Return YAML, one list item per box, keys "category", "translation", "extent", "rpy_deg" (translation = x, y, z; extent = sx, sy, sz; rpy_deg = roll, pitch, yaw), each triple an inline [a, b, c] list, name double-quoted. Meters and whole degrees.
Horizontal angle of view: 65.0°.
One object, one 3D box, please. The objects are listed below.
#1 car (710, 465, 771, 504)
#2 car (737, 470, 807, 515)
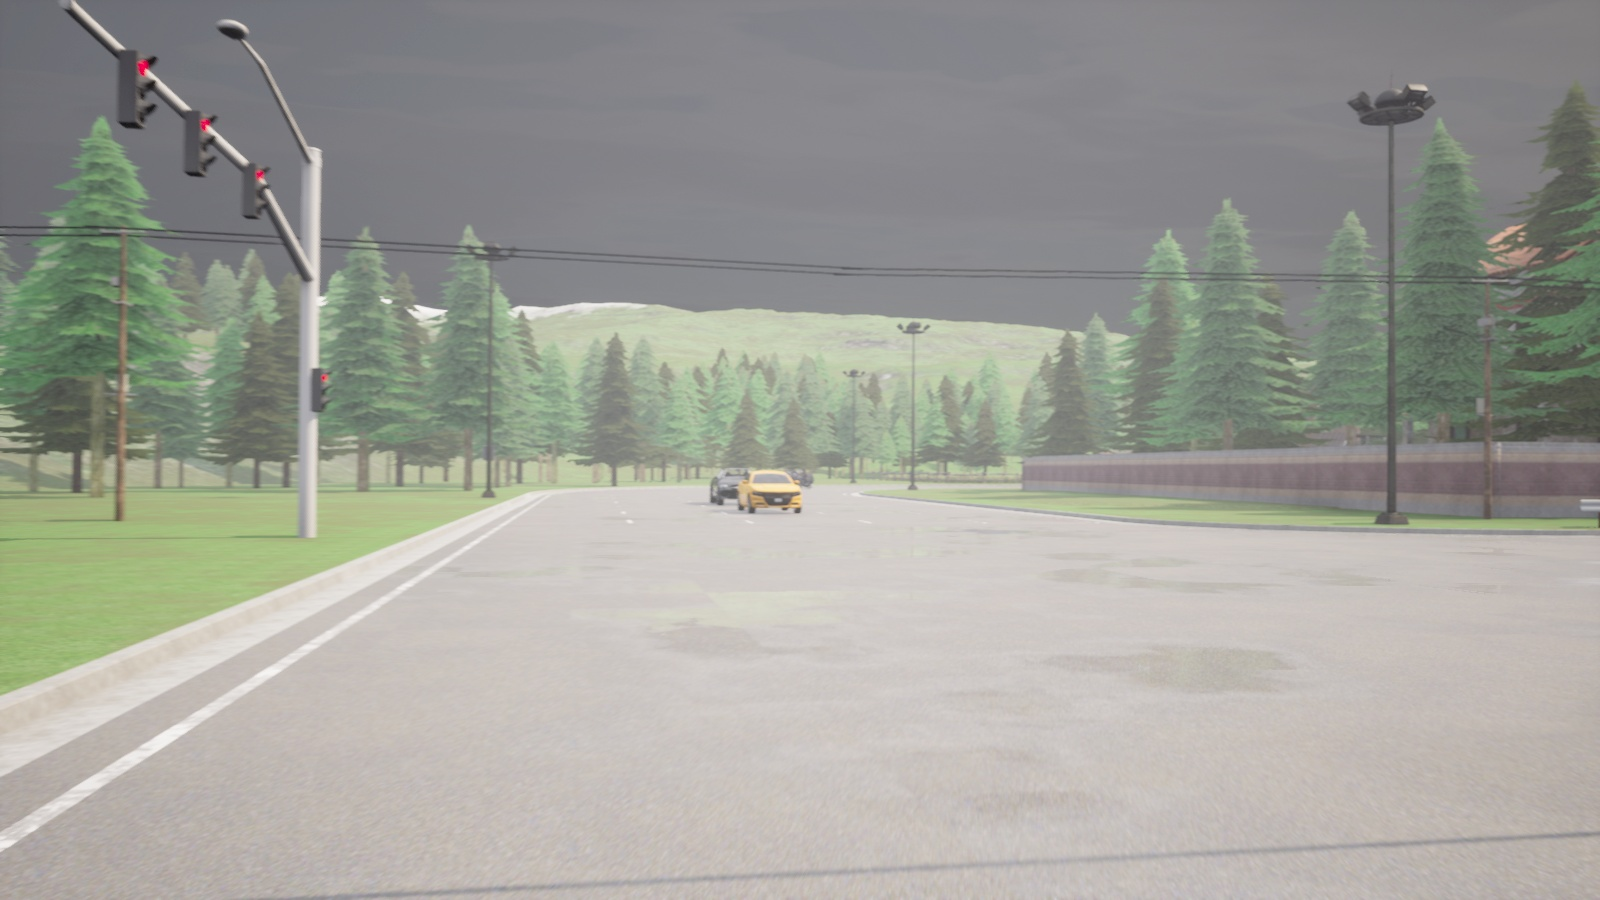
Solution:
- category: "car"
  translation: [-2.710, 1.479, 55.882]
  extent: [2.152, 1.651, 5.027]
  rpy_deg: [0, -1, -9]
- category: "car"
  translation: [-1.076, 1.519, 45.913]
  extent: [1.882, 1.535, 5.008]
  rpy_deg: [0, -1, -9]
